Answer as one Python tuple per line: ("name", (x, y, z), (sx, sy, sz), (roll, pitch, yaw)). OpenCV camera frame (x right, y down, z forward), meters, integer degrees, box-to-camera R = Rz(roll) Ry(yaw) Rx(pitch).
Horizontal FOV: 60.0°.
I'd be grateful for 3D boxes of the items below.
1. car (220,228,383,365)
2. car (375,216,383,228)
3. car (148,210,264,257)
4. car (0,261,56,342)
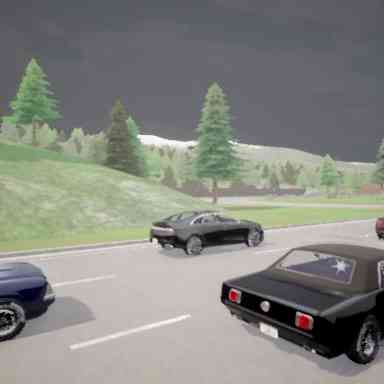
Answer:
("car", (2.852, 1.571, 5.782), (4.718, 1.301, 1.895), (0, 0, -35))
("car", (10.238, 1.433, 15.349), (4.674, 1.442, 1.812), (0, 0, -36))
("car", (0.701, 1.448, 12.846), (4.902, 1.511, 2.128), (0, 0, -35))
("car", (-4.576, 1.606, 4.783), (4.718, 1.301, 1.895), (0, 0, -36))
